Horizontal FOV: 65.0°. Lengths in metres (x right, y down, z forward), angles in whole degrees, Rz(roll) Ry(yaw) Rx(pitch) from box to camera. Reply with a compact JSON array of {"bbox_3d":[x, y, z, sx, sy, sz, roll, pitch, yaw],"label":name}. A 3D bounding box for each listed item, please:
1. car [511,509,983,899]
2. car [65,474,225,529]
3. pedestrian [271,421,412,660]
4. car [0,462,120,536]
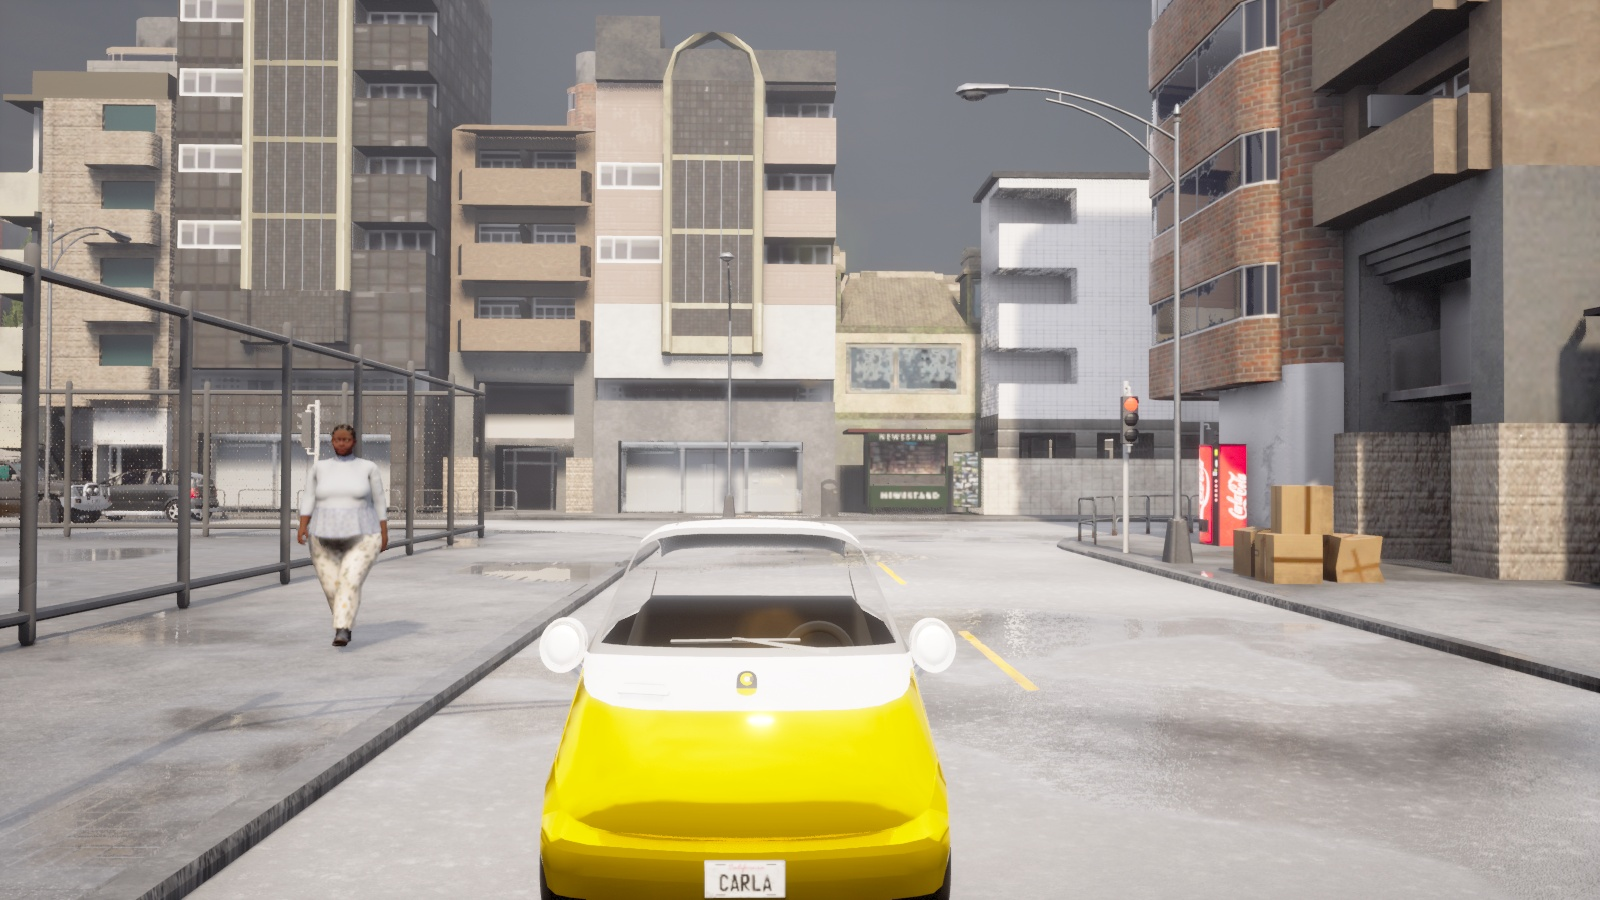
[{"bbox_3d":[-0.190,0.955,5.061,1.481,1.376,2.207,0,-1,-1],"label":"car"},{"bbox_3d":[-19.040,1.483,36.607,3.705,1.549,1.789,0,-1,-2],"label":"car"},{"bbox_3d":[-3.717,0.711,10.262,0.874,1.855,0.900,0,-1,-5],"label":"pedestrian"},{"bbox_3d":[-20.481,1.259,32.573,4.605,1.855,1.932,0,-1,-1],"label":"car"}]
